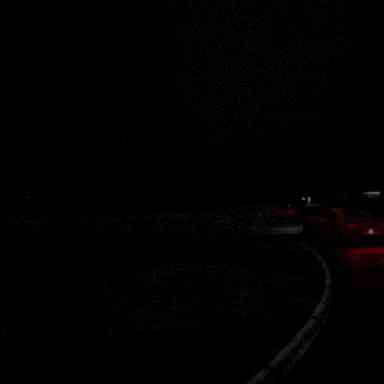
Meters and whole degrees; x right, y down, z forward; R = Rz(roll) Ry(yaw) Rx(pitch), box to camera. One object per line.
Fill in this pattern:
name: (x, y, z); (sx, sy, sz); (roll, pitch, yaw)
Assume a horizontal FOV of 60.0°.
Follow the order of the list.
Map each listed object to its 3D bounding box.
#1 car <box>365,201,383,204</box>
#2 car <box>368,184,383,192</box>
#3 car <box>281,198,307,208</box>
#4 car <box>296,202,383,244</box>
car: (9.905, 1.274, 17.707); (2.097, 1.767, 4.553); (-1, 0, -12)
car: (35.419, -0.859, 62.948); (4.674, 1.442, 1.812); (-6, 2, -26)
car: (13.578, 1.416, 43.958); (1.895, 1.301, 4.718); (-2, 1, 37)
car: (7.027, 1.447, 15.860); (1.882, 1.535, 5.008); (-1, 0, -4)
